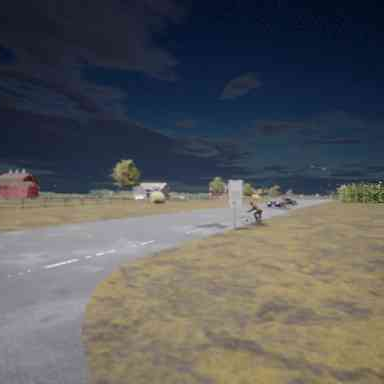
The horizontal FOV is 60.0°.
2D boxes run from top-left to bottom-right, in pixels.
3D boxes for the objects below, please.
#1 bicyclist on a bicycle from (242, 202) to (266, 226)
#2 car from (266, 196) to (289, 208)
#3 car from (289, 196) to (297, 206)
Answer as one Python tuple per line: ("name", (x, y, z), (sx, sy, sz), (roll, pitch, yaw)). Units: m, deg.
("bicyclist on a bicycle", (4.229, 1.501, 22.670), (1.656, 1.620, 0.582), (-1, 0, 26))
("car", (12.047, 1.569, 47.295), (1.895, 1.301, 4.718), (1, 0, 26))
("car", (16.490, 1.495, 56.277), (1.837, 1.490, 4.892), (1, 0, 26))
